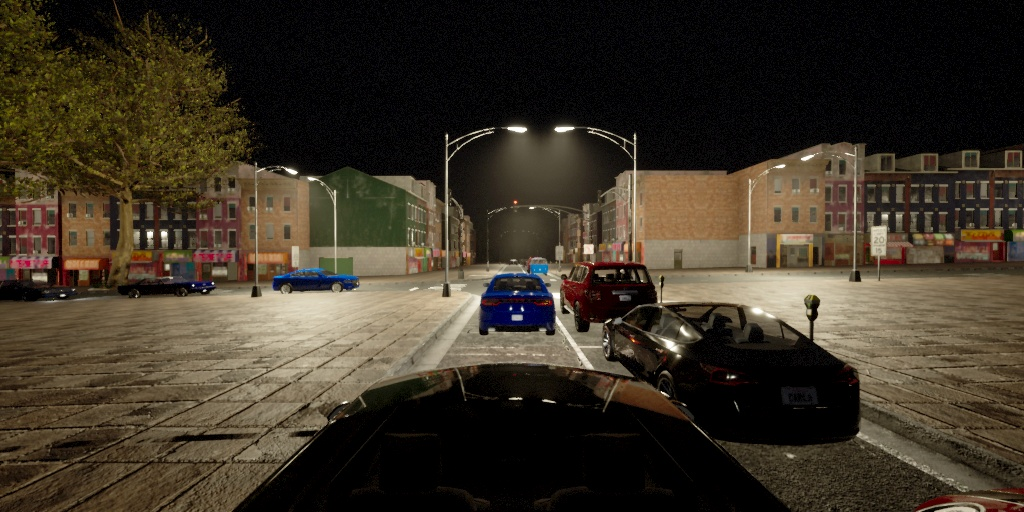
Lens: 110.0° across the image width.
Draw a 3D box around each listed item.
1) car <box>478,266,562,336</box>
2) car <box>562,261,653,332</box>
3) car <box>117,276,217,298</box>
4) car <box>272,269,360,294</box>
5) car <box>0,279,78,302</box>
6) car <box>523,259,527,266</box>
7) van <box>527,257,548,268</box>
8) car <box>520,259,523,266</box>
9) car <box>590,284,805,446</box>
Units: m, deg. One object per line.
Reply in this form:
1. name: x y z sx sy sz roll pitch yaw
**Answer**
1. car: 0.147 1.227 10.482 1.882 1.535 5.008 0 0 1
2. car: 2.669 1.064 10.758 2.192 1.841 5.009 0 0 0
3. car: -21.565 1.939 22.579 4.718 1.301 1.895 -2 1 0
4. car: -12.234 1.542 22.547 5.008 1.535 1.882 -2 1 -1
5. car: -30.965 2.180 22.613 5.357 1.411 2.033 -2 1 1
6. car: 2.793 1.085 42.524 2.192 1.841 5.009 0 0 0
7. van: 2.772 1.105 37.119 1.690 1.789 3.998 0 0 0
8. car: 2.877 1.358 64.150 2.007 1.370 4.403 0 0 0
9. car: 2.648 1.315 5.356 1.948 1.339 4.313 0 0 0
